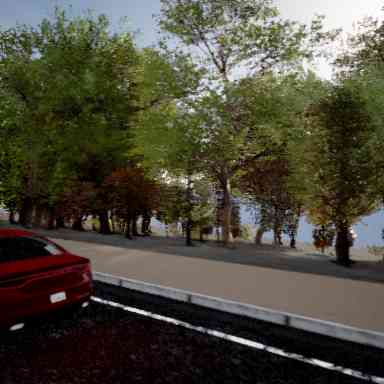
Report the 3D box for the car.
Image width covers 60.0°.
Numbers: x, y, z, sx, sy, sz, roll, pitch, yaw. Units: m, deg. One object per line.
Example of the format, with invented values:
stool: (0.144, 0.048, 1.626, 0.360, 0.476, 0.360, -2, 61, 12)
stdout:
car: (-4.089, 1.485, 6.599, 5.008, 1.535, 1.882, 0, 0, 35)
